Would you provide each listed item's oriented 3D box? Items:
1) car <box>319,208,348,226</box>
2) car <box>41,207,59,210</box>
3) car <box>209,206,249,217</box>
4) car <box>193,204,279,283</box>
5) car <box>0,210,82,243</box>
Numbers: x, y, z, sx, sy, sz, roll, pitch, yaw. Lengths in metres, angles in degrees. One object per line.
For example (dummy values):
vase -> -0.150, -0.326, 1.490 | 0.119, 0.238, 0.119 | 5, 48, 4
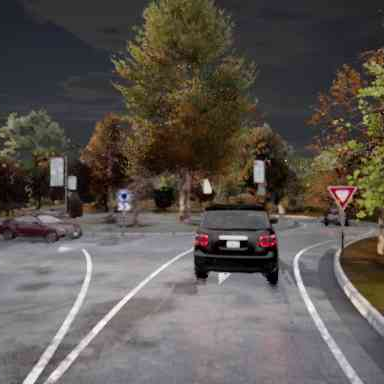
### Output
car -> 12.821, 2.207, 30.265 | 2.128, 1.511, 4.902 | 0, -2, 14
car -> -18.079, 2.608, 41.436 | 1.895, 1.301, 4.718 | -1, -1, 28
car -> 5.325, 2.748, 47.860 | 5.357, 1.411, 2.033 | -1, -2, 35
car -> 1.484, 1.375, 10.359 | 2.150, 2.045, 5.566 | 0, -2, 11
car -> -8.203, 1.892, 18.023 | 4.674, 1.442, 1.812 | 0, -1, 20
